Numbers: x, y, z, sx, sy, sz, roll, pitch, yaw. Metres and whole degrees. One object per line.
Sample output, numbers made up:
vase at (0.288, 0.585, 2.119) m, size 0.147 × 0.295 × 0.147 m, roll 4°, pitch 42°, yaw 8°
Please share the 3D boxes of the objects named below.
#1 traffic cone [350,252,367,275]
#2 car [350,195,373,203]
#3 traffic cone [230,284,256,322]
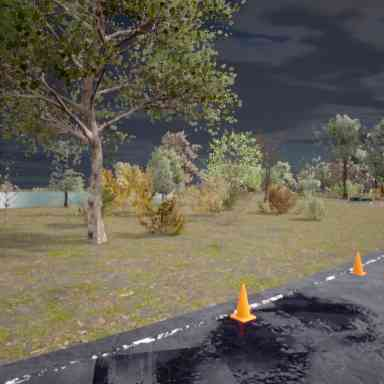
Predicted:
traffic cone at (4.559, 1.944, 9.134) m, size 0.340 × 0.580 × 0.340 m, roll 0°, pitch 0°, yaw -43°
car at (30.227, 1.259, 59.484) m, size 1.895 × 1.301 × 4.718 m, roll 1°, pitch 1°, yaw -1°
traffic cone at (0.915, 1.951, 5.947) m, size 0.340 × 0.580 × 0.340 m, roll 0°, pitch 0°, yaw -39°
